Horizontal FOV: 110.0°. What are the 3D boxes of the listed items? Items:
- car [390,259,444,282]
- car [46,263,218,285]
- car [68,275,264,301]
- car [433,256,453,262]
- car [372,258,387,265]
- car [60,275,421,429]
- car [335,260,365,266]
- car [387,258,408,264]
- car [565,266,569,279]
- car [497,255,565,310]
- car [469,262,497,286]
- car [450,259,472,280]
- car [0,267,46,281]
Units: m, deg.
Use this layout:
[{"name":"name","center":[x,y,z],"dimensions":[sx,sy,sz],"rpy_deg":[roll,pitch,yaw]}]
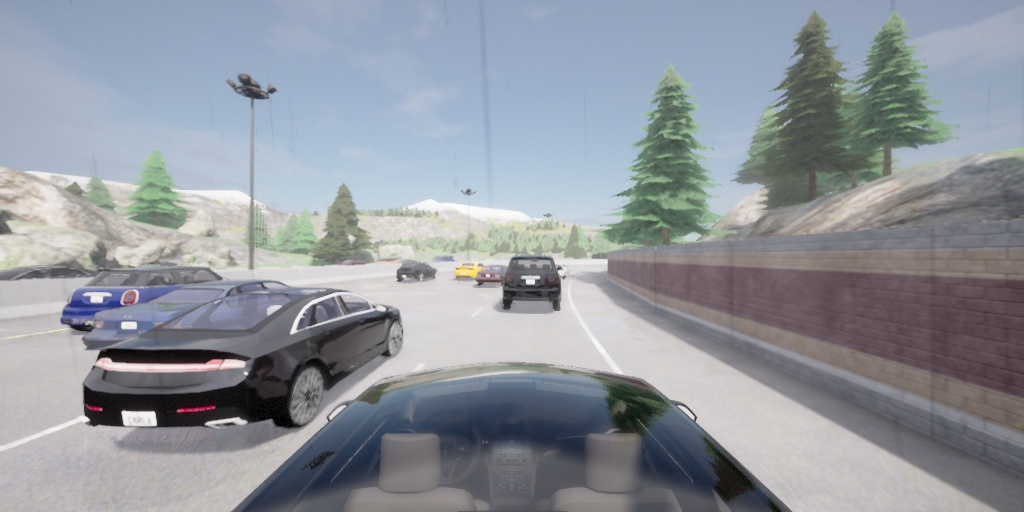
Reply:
[{"name":"car","center":[-7.499,1.252,28.850],"dimensions":[1.837,1.490,4.892],"rpy_deg":[0,0,11]},{"name":"car","center":[-9.953,1.077,10.834],"dimensions":[2.097,1.767,4.553],"rpy_deg":[0,0,4]},{"name":"car","center":[-6.633,1.282,8.859],"dimensions":[2.033,1.411,5.357],"rpy_deg":[0,0,4]},{"name":"car","center":[-10.919,0.978,55.362],"dimensions":[2.150,2.045,5.566],"rpy_deg":[0,0,21]},{"name":"car","center":[-18.910,1.082,53.815],"dimensions":[2.097,1.767,4.553],"rpy_deg":[0,0,20]},{"name":"car","center":[-3.239,1.234,5.612],"dimensions":[2.128,1.511,4.902],"rpy_deg":[0,0,2]},{"name":"car","center":[-23.320,1.239,51.707],"dimensions":[1.812,1.442,4.674],"rpy_deg":[0,0,18]},{"name":"car","center":[-15.602,1.217,52.700],"dimensions":[1.882,1.535,5.008],"rpy_deg":[0,0,20]},{"name":"car","center":[4.129,1.313,32.809],"dimensions":[1.812,1.442,4.674],"rpy_deg":[0,0,14]},{"name":"car","center":[0.916,0.985,14.961],"dimensions":[2.150,2.045,5.566],"rpy_deg":[0,0,6]},{"name":"car","center":[-1.092,1.312,25.451],"dimensions":[2.033,1.411,5.357],"rpy_deg":[0,0,11]},{"name":"car","center":[-3.384,1.240,31.422],"dimensions":[1.882,1.535,5.008],"rpy_deg":[0,0,13]},{"name":"car","center":[-20.321,1.200,15.140],"dimensions":[1.837,1.490,4.892],"rpy_deg":[0,0,6]}]
